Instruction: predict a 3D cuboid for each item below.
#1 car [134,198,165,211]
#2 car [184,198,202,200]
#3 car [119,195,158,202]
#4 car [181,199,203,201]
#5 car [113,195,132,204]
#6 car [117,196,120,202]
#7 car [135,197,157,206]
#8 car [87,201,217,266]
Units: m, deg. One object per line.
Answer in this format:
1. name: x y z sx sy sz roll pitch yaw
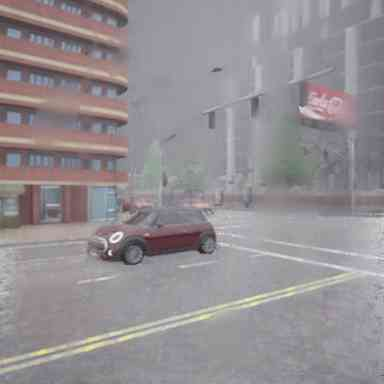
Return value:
1. car: -5.556 1.580 42.602 1.837 1.490 4.892 0 0 -36
2. car: 0.334 1.429 34.361 2.097 1.767 4.553 0 0 -35
3. car: -5.951 1.414 37.133 2.097 1.767 4.553 0 0 -36
4. car: -0.921 1.627 30.089 1.994 1.385 4.181 0 0 -35
5. car: -14.048 1.453 66.865 2.097 1.767 4.553 0 0 -36
6. car: -12.786 1.600 52.758 1.812 1.442 4.674 0 0 -35
7. car: -8.199 1.628 58.687 1.812 1.442 4.674 0 0 -35
8. car: -1.299 1.373 11.828 4.553 1.767 2.097 0 0 -38
